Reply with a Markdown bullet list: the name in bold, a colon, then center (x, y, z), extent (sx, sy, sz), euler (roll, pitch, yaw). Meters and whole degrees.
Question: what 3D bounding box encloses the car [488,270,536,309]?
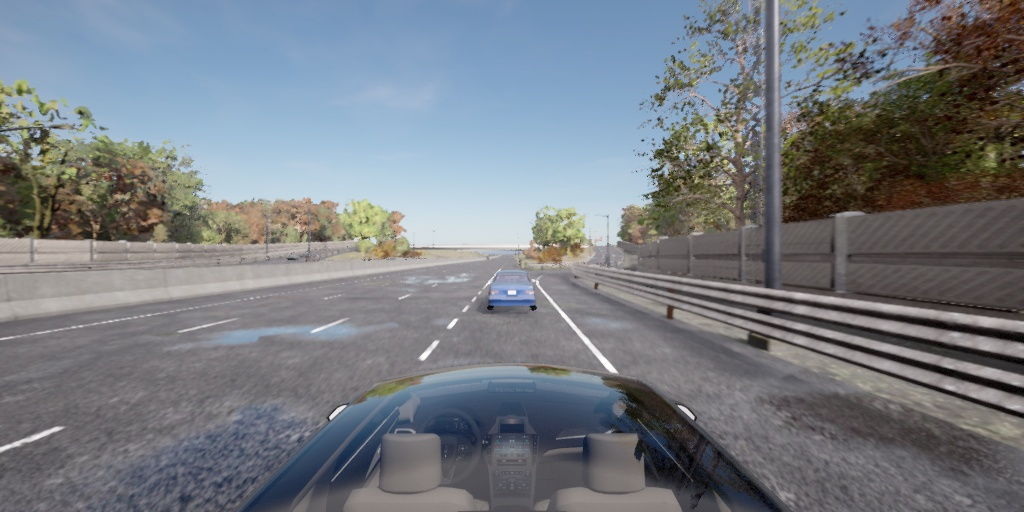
- **car**: center (-0.001, 1.298, 14.821), extent (2.033, 1.411, 5.357), euler (0, 0, 0)
